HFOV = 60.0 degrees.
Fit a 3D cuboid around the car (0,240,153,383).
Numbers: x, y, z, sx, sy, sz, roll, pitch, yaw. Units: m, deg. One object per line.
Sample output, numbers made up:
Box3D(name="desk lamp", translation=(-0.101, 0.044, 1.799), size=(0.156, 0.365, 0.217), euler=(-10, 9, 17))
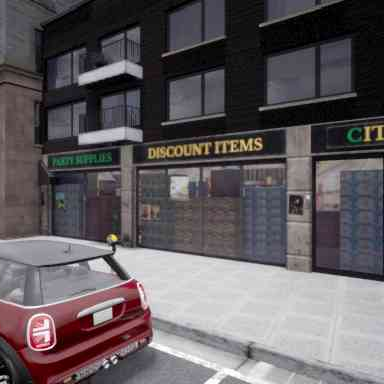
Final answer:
Box3D(name="car", translation=(-2.594, 1.440, 4.925), size=(4.097, 1.590, 1.967), euler=(0, 0, 35))
